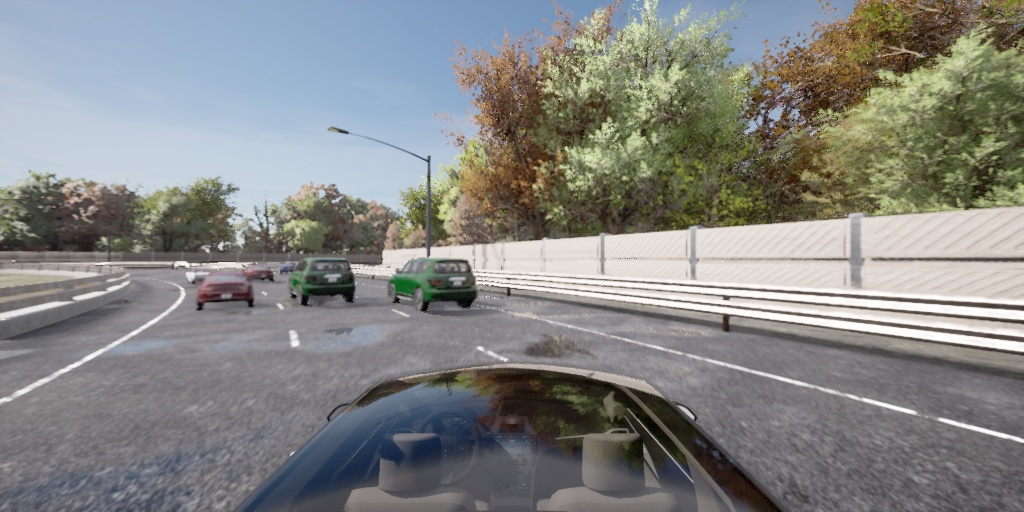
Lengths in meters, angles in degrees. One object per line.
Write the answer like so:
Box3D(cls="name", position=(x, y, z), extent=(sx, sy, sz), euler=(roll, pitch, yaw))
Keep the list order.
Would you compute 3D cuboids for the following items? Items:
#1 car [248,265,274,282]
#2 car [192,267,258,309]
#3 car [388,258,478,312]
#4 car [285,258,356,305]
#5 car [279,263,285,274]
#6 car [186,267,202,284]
Box3D(cls="car", position=(-22.365, 1.529, 31.416), extent=(4.674, 1.442, 1.812), euler=(0, -1, 43))
Box3D(cls="car", position=(-12.386, 1.388, 15.575), extent=(1.812, 1.442, 4.674), euler=(1, -1, -38))
Box3D(cls="car", position=(-3.536, 1.110, 15.328), extent=(2.150, 2.045, 5.566), euler=(1, -1, -35))
Box3D(cls="car", position=(-9.199, 1.112, 17.224), extent=(2.150, 2.045, 5.566), euler=(1, -1, -38))
Box3D(cls="car", position=(-29.872, 1.686, 47.896), extent=(1.812, 1.442, 4.674), euler=(0, -1, -32))
Box3D(cls="car", position=(-25.003, 1.571, 29.120), extent=(4.718, 1.301, 1.895), euler=(0, -1, 42))
